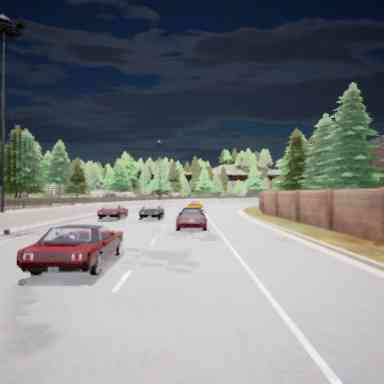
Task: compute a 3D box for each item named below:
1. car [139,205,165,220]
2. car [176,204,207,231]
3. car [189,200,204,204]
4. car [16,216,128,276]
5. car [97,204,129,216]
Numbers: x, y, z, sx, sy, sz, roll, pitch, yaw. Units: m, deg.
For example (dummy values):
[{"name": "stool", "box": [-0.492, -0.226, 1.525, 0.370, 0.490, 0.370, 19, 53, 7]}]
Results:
[{"name": "car", "box": [-3.551, 1.797, 30.247, 1.895, 1.301, 4.718, 0, 0, 1]}, {"name": "car", "box": [-0.039, 1.719, 22.149, 1.994, 1.385, 4.181, 0, 0, 0]}, {"name": "car", "box": [0.642, 1.781, 43.269, 1.882, 1.535, 5.008, -1, 0, 8]}, {"name": "car", "box": [-3.463, 1.661, 10.521, 1.895, 1.301, 4.718, 0, 0, 0]}, {"name": "car", "box": [-7.051, 1.783, 30.223, 1.895, 1.301, 4.718, 0, 0, 1]}]
